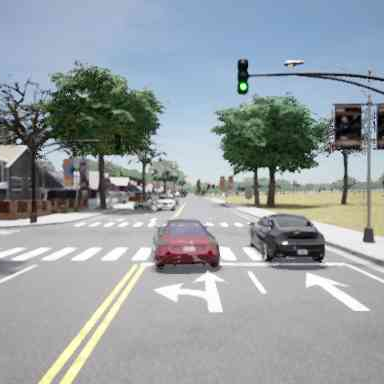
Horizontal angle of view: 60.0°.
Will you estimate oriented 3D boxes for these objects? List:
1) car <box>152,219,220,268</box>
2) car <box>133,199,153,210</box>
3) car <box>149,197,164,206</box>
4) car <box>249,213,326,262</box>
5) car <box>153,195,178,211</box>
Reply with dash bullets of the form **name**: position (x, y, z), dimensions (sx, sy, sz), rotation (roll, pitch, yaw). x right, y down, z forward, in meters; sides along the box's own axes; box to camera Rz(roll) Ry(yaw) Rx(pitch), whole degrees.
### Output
- **car**: position (-0.339, 1.606, 11.511), dimensions (1.994, 1.385, 4.181), rotation (0, 0, -8)
- **car**: position (-6.559, 1.726, 44.579), dimensions (1.994, 1.385, 4.181), rotation (0, 0, 0)
- **car**: position (-6.491, 1.721, 61.320), dimensions (2.128, 1.511, 4.902), rotation (0, 0, 1)
- **car**: position (3.324, 1.551, 12.357), dimensions (1.837, 1.490, 4.892), rotation (0, 0, 0)
- **car**: position (-3.315, 1.378, 43.214), dimensions (2.150, 2.045, 5.566), rotation (0, 0, 0)
